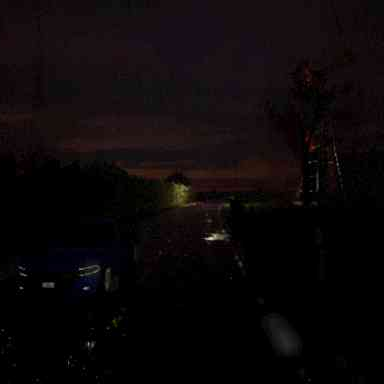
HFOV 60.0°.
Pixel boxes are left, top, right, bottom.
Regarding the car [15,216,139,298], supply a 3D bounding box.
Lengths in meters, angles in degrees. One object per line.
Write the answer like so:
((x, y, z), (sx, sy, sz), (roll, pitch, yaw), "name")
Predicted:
((-2.714, 1.489, 8.930), (1.882, 1.535, 5.008), (0, 1, 2), "car")
